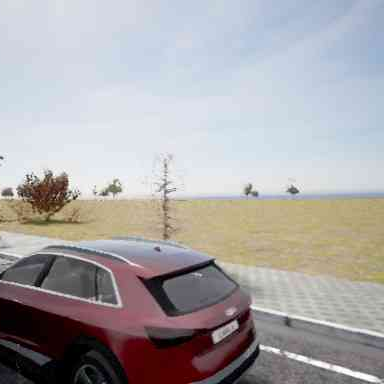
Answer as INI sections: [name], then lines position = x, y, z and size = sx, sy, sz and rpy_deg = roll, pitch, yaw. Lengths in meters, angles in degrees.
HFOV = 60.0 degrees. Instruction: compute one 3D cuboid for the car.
[car]
position = -1.493, 1.449, 4.637
size = 4.856, 1.649, 2.033
rpy_deg = 0, 0, 36
